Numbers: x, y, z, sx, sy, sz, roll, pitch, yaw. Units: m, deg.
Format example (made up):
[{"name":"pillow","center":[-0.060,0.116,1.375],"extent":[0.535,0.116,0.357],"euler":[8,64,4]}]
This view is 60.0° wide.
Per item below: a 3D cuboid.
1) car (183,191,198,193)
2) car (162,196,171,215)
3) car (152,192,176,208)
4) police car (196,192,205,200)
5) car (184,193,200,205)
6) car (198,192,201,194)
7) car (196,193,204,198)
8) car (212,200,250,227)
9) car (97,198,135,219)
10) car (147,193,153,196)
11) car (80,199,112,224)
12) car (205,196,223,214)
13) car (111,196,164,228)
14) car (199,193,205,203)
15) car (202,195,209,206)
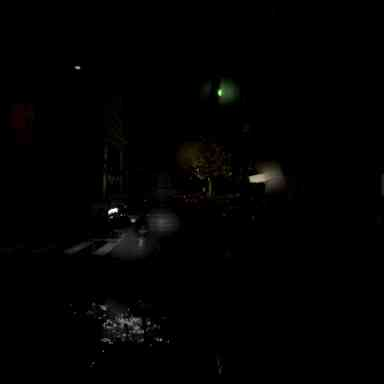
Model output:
[{"name":"car","center":[-0.351,1.034,60.738],"extent":[2.128,1.511,4.902],"euler":[1,0,0]},{"name":"car","center":[-3.255,1.300,30.362],"extent":[1.895,1.301,4.718],"euler":[1,0,0]},{"name":"car","center":[-3.307,1.100,40.542],"extent":[1.882,1.535,5.008],"euler":[1,0,0]},{"name":"police car","center":[1.913,0.912,75.708],"extent":[1.930,1.638,5.238],"euler":[1,0,0]},{"name":"car","center":[-0.192,1.217,50.810],"extent":[1.895,1.301,4.718],"euler":[1,0,0]},{"name":"car","center":[2.419,1.186,58.309],"extent":[1.947,1.339,4.313],"euler":[1,0,0]},{"name":"car","center":[2.209,0.942,90.040],"extent":[1.887,1.381,4.507],"euler":[1,0,0]},{"name":"car","center":[2.664,1.447,21.526],"extent":[2.008,1.369,4.403],"euler":[1,0,0]},{"name":"car","center":[-5.892,1.221,26.463],"extent":[2.008,1.369,4.403],"euler":[1,0,0]},{"name":"car","center":[-5.989,1.125,41.034],"extent":[1.947,1.339,4.313],"euler":[1,0,0]},{"name":"car","center":[-5.859,1.259,21.471],"extent":[2.008,1.369,4.403],"euler":[1,0,0]},{"name":"car","center":[2.592,1.358,32.414],"extent":[1.887,1.381,4.507],"euler":[1,0,0]},{"name":"car","center":[-3.188,1.267,20.454],"extent":[2.128,1.511,4.902],"euler":[1,0,0]},{"name":"car","center":[2.490,1.249,47.730],"extent":[2.008,1.369,4.403],"euler":[1,0,0]},{"name":"car","center":[2.556,1.323,37.858],"extent":[2.008,1.369,4.403],"euler":[1,0,0]}]
